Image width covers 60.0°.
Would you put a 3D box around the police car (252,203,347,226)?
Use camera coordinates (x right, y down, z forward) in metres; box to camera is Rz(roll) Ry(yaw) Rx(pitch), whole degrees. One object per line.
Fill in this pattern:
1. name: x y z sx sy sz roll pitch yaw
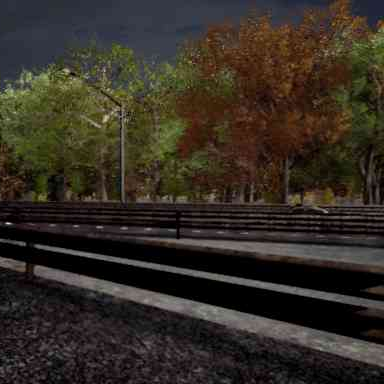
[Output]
1. police car: 6.191 1.493 19.427 5.238 1.638 1.930 0 0 18
